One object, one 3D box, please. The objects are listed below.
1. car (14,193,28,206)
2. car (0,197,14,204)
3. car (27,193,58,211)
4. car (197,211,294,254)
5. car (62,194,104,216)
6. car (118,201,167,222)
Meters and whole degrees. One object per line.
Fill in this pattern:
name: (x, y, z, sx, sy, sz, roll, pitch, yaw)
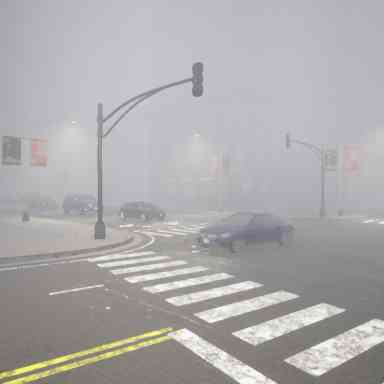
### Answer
car: (-26.039, 1.199, 53.402, 5.566, 2.045, 2.150, 0, 0, 45)
car: (-33.616, 1.533, 61.001, 1.994, 1.385, 4.181, 0, 0, -45)
car: (-18.109, 1.334, 40.569, 2.097, 1.767, 4.553, 0, 0, -45)
car: (2.335, 1.526, 13.646, 4.674, 1.442, 1.812, 0, 0, -39)
car: (-11.021, 1.208, 33.446, 2.150, 2.045, 5.566, 0, 0, -45)
car: (-4.013, 1.495, 26.412, 1.837, 1.490, 4.892, 0, 0, -44)
